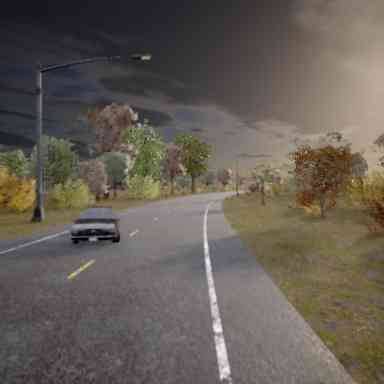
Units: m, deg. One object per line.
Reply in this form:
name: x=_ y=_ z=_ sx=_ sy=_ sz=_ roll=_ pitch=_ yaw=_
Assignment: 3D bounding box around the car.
car: x=-4.181 y=1.343 z=14.936 sx=2.033 sy=1.411 sz=5.357 roll=0 pitch=1 yaw=-11
